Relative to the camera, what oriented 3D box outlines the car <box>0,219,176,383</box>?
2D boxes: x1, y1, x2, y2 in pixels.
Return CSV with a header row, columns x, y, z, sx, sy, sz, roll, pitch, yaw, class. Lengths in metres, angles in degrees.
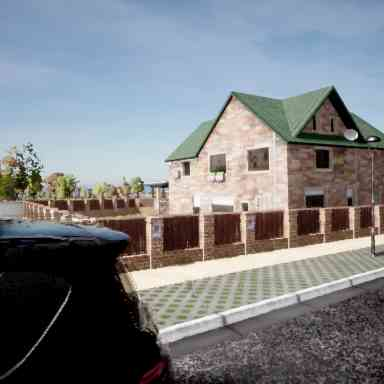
x,y,z,sx,sy,sz,roll,pitch,yaw,class
-2.667,1.223,1.168,5.566,2.045,2.150,0,0,-36,car
